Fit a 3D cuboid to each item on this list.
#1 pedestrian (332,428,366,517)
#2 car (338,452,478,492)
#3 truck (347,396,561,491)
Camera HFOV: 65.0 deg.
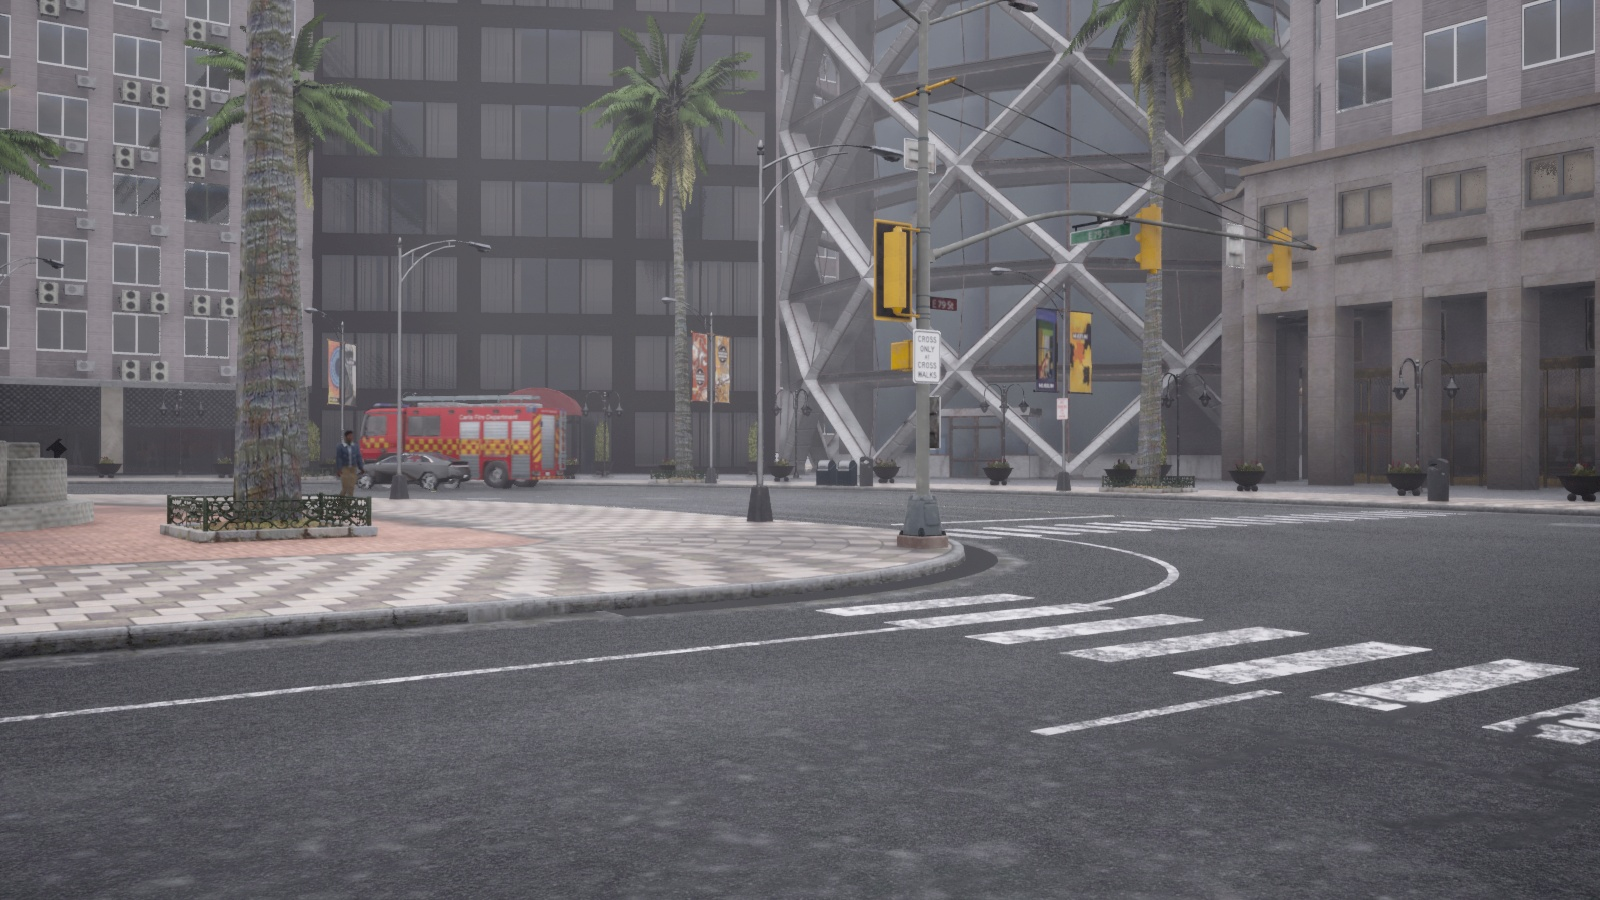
[{"bbox_3d":[-10.026,0.491,27.892,0.423,1.949,0.788,0,0,-43],"label":"pedestrian"},{"bbox_3d":[-15.475,0.855,49.650,4.902,1.511,2.128,0,0,15],"label":"car"},{"bbox_3d":[-14.610,-0.259,53.077,8.468,3.827,2.891,0,0,16],"label":"truck"}]
